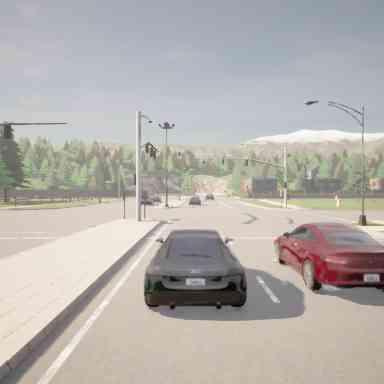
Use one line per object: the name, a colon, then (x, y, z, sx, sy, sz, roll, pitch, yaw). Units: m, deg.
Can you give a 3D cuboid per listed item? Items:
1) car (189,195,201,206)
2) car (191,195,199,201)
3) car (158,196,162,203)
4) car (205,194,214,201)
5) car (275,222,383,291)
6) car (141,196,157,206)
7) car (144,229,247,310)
car: (0.505, 1.563, 56.652, 1.994, 1.385, 4.181, 0, 0, 1)
car: (0.856, 1.428, 82.108, 1.895, 1.301, 4.718, 0, 0, 1)
car: (-7.342, 1.564, 68.490, 1.994, 1.385, 4.181, 0, 0, 1)
car: (4.355, 1.188, 82.002, 2.097, 1.767, 4.553, 0, 0, 1)
car: (3.557, 1.526, 8.865, 1.812, 1.442, 4.674, 0, 0, 0)
car: (-7.580, 1.547, 56.732, 2.033, 1.411, 5.357, 0, 0, 1)
car: (0.058, 1.564, 7.915, 1.994, 1.385, 4.181, 0, 0, 0)
